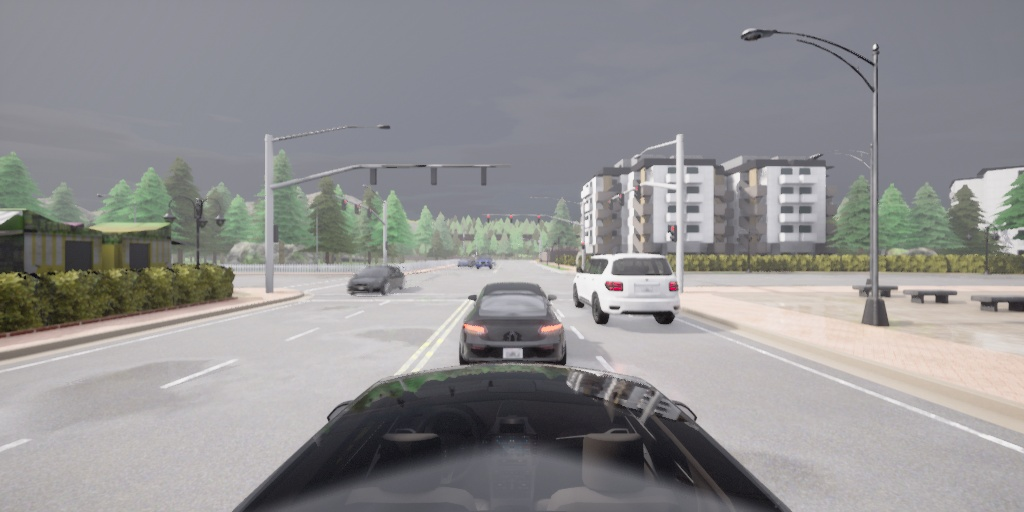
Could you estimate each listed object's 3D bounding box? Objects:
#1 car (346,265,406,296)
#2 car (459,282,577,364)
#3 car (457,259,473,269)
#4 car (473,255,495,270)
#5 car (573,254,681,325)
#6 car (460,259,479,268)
[{"bbox_3d":[-7.147,1.277,19.360,1.837,1.490,4.892,0,0,0],"label":"car"},{"bbox_3d":[0.011,1.269,7.592,1.812,1.442,4.674,0,0,0],"label":"car"},{"bbox_3d":[-7.514,1.215,56.674,1.812,1.442,4.674,0,0,-2],"label":"car"},{"bbox_3d":[-3.999,0.916,52.183,2.150,2.045,5.566,0,0,0],"label":"car"},{"bbox_3d":[3.493,0.960,11.956,2.150,2.045,5.566,0,0,0],"label":"car"},{"bbox_3d":[-7.348,1.231,62.352,1.994,1.385,4.181,1,1,11],"label":"car"}]
